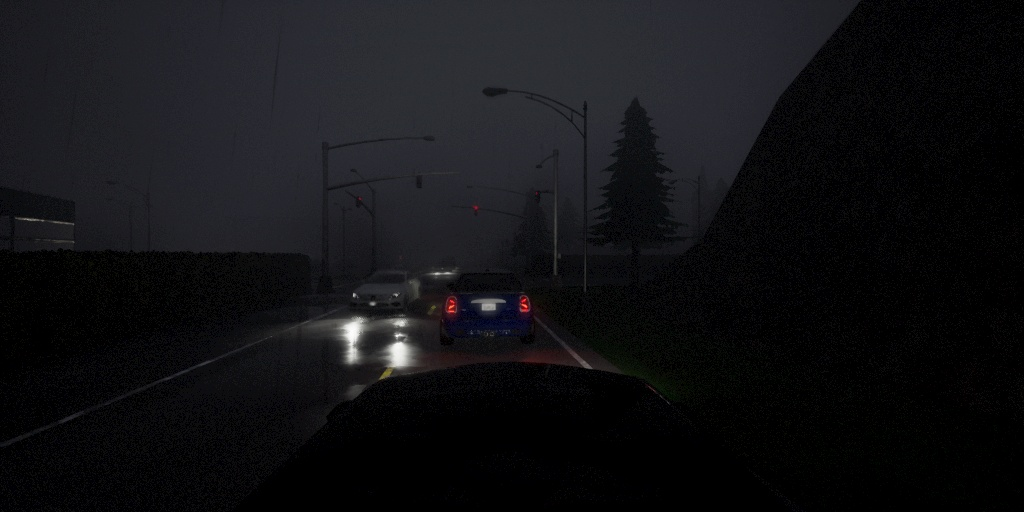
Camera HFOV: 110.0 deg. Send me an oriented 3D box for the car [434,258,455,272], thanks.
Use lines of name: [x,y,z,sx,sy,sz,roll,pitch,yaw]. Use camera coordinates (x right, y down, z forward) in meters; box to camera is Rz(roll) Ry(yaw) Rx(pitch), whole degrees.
car: [-8.549,1.314,44.807,1.994,1.385,4.181,0,0,-7]

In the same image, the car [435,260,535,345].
car: [-0.729,1.102,9.727,2.097,1.767,4.553,0,0,-6]

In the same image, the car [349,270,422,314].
car: [-4.709,1.276,13.970,1.812,1.442,4.674,0,0,-5]

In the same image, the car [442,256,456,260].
car: [-9.650,0.971,54.196,2.150,2.045,5.566,0,0,-7]
